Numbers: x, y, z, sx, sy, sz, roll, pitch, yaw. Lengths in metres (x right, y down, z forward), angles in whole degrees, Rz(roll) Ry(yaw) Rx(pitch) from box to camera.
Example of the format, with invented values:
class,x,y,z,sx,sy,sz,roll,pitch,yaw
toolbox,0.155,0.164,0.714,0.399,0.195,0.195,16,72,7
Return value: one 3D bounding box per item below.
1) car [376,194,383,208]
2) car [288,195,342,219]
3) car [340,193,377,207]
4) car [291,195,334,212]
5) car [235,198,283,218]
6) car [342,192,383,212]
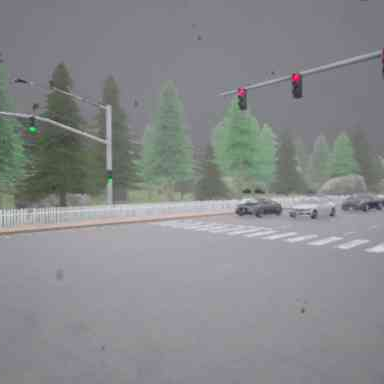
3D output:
class,x,y,z,sx,sy,sz,roll,pitch,yaw
car,22.602,0.913,36.456,5.357,1.411,2.033,-1,1,-33
car,8.967,1.126,24.563,4.674,1.442,1.812,-1,1,-43
car,19.077,0.899,37.979,4.674,1.442,1.812,-1,1,-37
car,11.535,1.026,31.682,4.674,1.442,1.812,-1,1,-42
car,5.228,1.177,25.843,4.181,1.385,1.994,-1,1,-43
car,15.628,0.835,30.616,4.553,1.767,2.097,-1,1,-41
